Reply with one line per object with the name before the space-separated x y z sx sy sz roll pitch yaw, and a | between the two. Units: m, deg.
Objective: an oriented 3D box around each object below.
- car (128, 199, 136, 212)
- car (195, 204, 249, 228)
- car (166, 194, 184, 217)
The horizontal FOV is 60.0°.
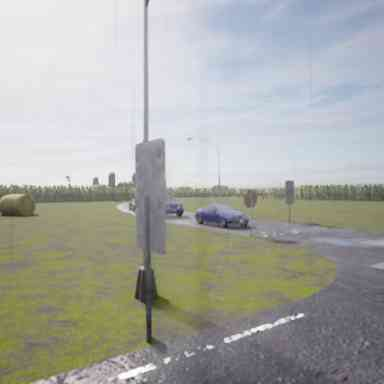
car | -6.660 1.590 41.023 2.033 1.411 5.357 -1 0 -19
car | 1.887 1.535 22.479 1.812 1.442 4.674 -1 0 -30
car | -2.755 1.251 31.305 2.150 2.045 5.566 -1 0 -27
